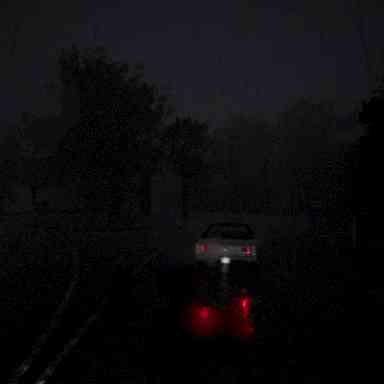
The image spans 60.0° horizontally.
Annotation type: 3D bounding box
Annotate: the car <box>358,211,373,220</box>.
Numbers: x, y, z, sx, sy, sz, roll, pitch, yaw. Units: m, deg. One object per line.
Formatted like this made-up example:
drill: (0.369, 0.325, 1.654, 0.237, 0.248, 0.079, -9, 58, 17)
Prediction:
car: (18.460, 2.070, 31.437, 4.718, 1.301, 1.895, 0, -1, -2)

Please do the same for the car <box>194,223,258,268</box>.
car: (1.367, 1.738, 11.884, 1.895, 1.301, 4.718, 0, -1, 10)
